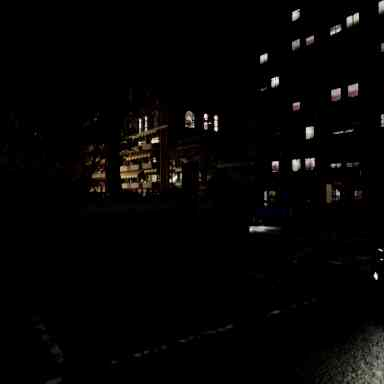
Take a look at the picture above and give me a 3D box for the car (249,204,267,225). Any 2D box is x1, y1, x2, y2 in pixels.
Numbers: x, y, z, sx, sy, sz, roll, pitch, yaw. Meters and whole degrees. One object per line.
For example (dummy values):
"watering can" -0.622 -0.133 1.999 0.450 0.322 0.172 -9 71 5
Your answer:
"car" 3.310 1.862 25.685 1.994 1.385 4.181 0 -1 -36

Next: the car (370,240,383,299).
"car" 6.043 1.232 7.450 5.566 2.045 2.150 1 1 -43

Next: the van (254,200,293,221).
"van" 7.160 1.643 30.208 1.690 1.788 3.998 -1 0 -36
